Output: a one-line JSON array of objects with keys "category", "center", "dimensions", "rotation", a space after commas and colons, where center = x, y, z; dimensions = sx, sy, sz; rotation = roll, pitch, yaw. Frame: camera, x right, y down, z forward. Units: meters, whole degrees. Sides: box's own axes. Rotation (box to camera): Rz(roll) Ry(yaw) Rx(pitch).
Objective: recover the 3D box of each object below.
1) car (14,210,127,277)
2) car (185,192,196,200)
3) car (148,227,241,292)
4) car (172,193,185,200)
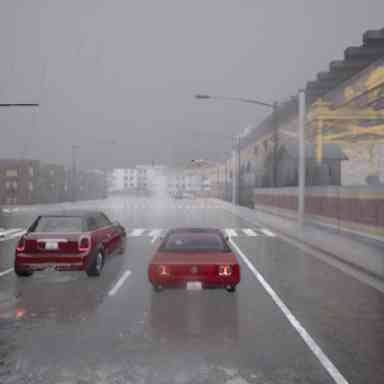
[{"category": "car", "center": [-3.427, 1.321, 10.296], "dimensions": [2.097, 1.767, 4.553], "rotation": [0, 0, 0]}, {"category": "car", "center": [-0.015, 1.332, 87.694], "dimensions": [1.895, 1.301, 4.718], "rotation": [0, 0, -3]}, {"category": "car", "center": [0.066, 1.574, 8.819], "dimensions": [1.895, 1.301, 4.718], "rotation": [0, 0, 0]}, {"category": "car", "center": [-3.502, 1.337, 86.573], "dimensions": [1.895, 1.301, 4.718], "rotation": [0, 0, -3]}]
